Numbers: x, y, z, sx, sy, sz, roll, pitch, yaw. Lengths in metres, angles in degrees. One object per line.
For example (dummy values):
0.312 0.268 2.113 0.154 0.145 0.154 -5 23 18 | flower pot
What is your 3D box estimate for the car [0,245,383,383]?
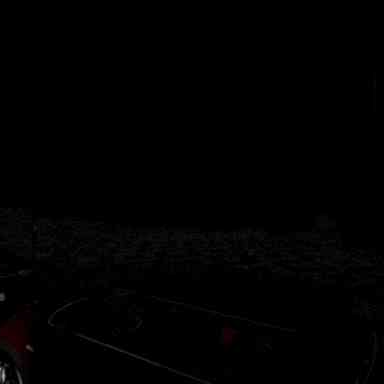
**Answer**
-0.277 1.439 3.271 4.097 1.590 1.967 0 0 36 | car
